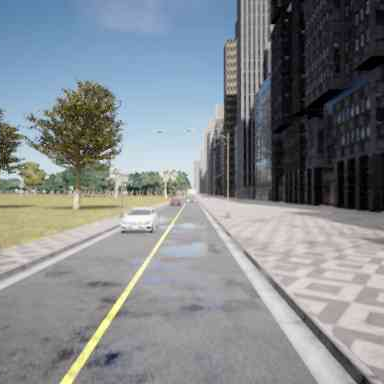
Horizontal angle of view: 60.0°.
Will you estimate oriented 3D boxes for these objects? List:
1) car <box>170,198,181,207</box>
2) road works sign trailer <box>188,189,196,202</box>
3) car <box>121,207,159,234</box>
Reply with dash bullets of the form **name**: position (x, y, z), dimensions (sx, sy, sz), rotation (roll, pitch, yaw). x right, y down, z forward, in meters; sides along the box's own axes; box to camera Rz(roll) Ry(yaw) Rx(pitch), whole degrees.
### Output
- **car**: position (-3.011, 1.836, 60.828), dimensions (1.882, 1.535, 5.008), rotation (0, 0, 1)
- **road works sign trailer**: position (0.034, 0.974, 91.240), dimensions (2.380, 3.560, 2.880), rotation (0, 0, 0)
- **car**: position (-3.092, 1.655, 20.456), dimensions (1.812, 1.442, 4.674), rotation (0, 0, 0)
